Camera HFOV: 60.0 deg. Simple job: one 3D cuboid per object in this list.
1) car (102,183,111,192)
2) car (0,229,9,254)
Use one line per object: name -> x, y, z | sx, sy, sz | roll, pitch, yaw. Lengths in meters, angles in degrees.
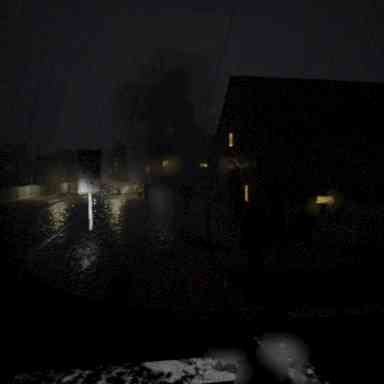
car -> -14.749, -0.831, 56.325 | 1.882, 1.535, 5.008 | -1, 2, -11
car -> -5.606, 1.197, 6.251 | 1.895, 1.301, 4.718 | 0, 2, 2
